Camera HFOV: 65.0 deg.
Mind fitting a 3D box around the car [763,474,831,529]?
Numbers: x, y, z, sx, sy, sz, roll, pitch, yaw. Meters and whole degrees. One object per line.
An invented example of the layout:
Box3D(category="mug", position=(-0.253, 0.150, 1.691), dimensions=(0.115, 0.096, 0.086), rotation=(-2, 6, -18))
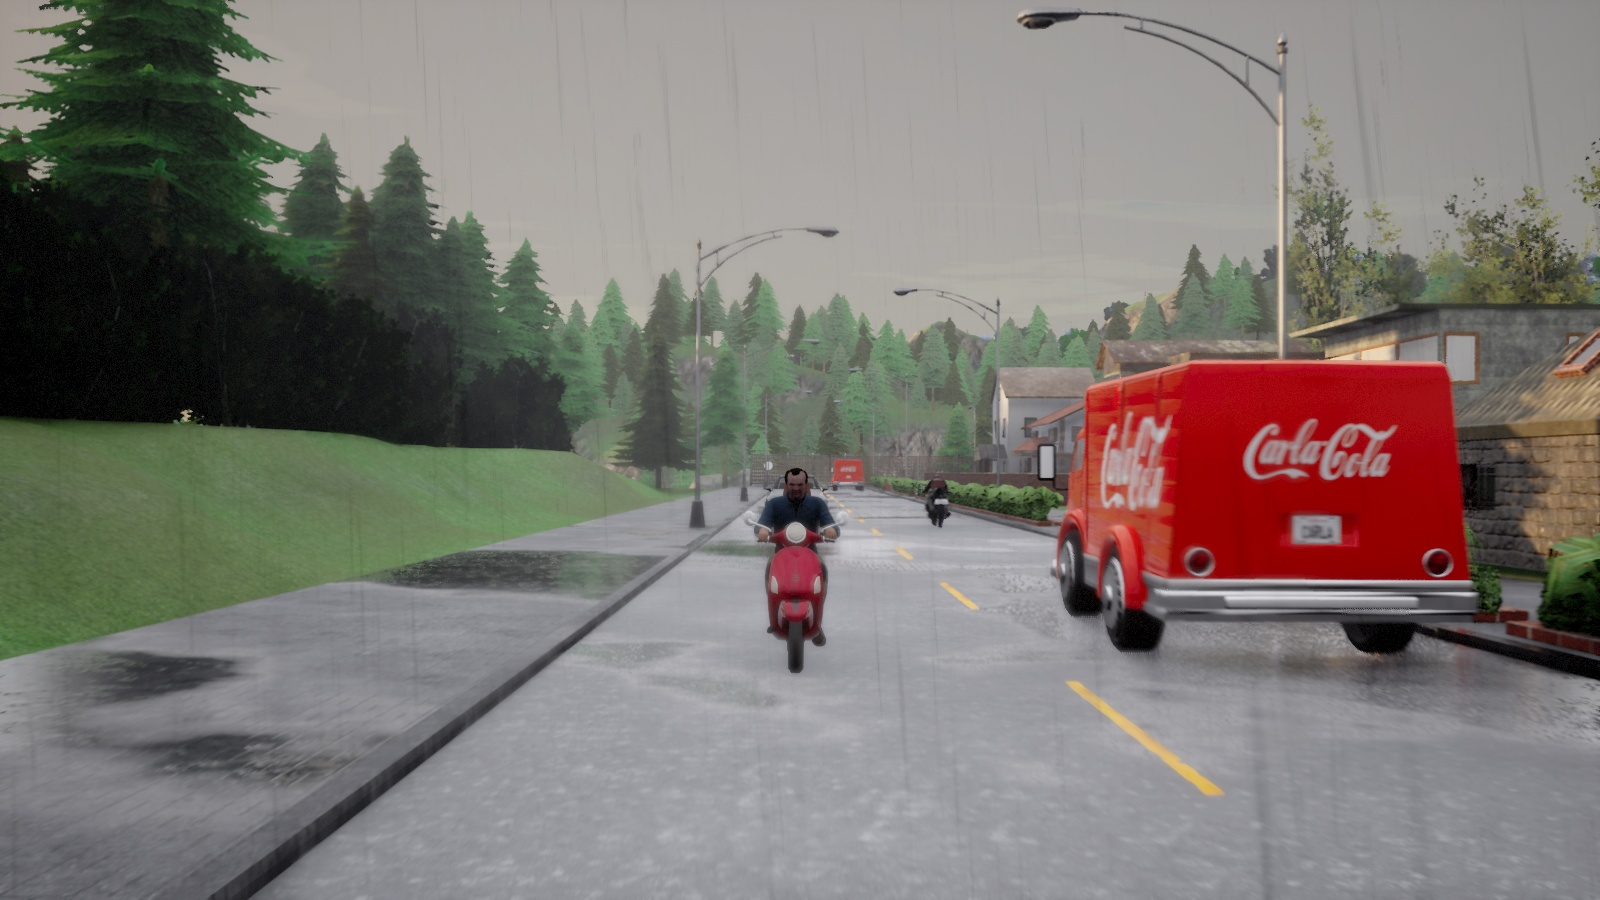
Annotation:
Box3D(category="car", position=(-0.086, 1.431, 36.002), dimensions=(1.816, 1.474, 4.193), rotation=(0, -1, 0))

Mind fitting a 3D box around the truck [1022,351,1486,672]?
Box3D(category="truck", position=(3.968, 0.518, 12.308), dimensions=(2.627, 2.467, 5.204), rotation=(0, -1, 0))

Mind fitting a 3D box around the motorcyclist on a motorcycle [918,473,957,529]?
Box3D(category="motorcyclist on a motorcycle", position=(3.914, 1.435, 35.927), dimensions=(0.866, 1.530, 2.191), rotation=(0, -1, 0))

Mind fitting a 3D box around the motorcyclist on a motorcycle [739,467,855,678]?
Box3D(category="motorcyclist on a motorcycle", position=(-0.026, 0.943, 10.420), dimensions=(0.866, 1.590, 1.817), rotation=(0, -1, 0))
